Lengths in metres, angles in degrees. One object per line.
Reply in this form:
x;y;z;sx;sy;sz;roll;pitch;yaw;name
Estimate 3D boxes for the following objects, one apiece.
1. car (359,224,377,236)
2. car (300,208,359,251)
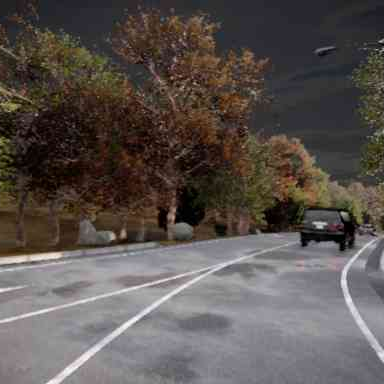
23.220;5.037;44.089;2.128;1.511;4.902;1;-5;32;car
7.485;1.924;18.157;2.150;2.045;5.566;1;-3;31;car
